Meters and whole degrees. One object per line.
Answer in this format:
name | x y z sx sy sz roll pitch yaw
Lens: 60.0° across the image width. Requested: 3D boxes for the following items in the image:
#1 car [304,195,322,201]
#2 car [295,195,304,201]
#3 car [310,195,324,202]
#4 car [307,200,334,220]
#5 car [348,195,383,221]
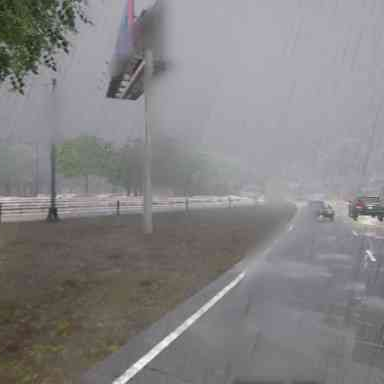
car | 16.056 1.466 43.411 1.882 1.535 5.008 1 0 18
car | 24.543 1.415 75.422 1.994 1.385 4.181 1 0 12
car | 27.963 1.448 74.673 2.033 1.411 5.357 1 0 12
car | 10.896 1.609 28.208 1.895 1.301 4.718 1 0 20
car | 14.640 1.282 28.169 2.150 2.045 5.566 1 0 20
